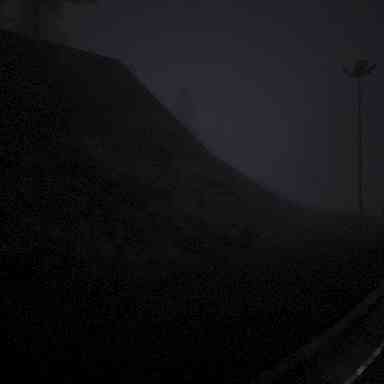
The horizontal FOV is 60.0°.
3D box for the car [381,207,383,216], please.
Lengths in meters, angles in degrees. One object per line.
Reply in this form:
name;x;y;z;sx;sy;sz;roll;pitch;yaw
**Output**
car;19.657;1.665;31.925;1.812;1.442;4.674;0;0;17
